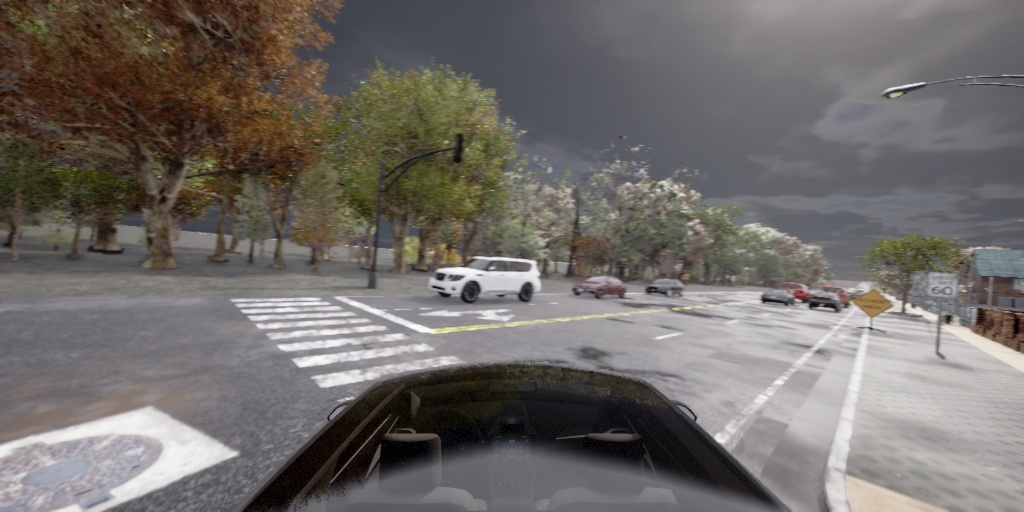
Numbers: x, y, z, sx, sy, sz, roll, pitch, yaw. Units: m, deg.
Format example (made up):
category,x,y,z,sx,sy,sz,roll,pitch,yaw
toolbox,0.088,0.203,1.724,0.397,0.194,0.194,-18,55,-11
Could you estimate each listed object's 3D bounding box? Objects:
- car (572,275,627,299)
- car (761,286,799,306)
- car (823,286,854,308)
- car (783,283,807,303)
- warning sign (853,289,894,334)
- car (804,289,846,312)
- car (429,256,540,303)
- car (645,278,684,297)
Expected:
category,x,y,z,sx,sy,sz,roll,pitch,yaw
car,5.934,2.003,23.825,4.674,1.442,1.812,5,-1,-44
car,24.128,3.692,32.506,4.181,1.385,1.994,5,-1,-44
car,34.011,4.249,37.761,5.566,2.045,2.150,5,-1,-44
car,31.442,4.047,39.789,5.566,2.045,2.150,5,-1,-44
warning sign,15.841,2.373,15.832,1.060,1.860,1.300,0,0,-45
car,26.381,3.805,30.169,4.892,1.490,1.837,5,-1,-44
car,-1.058,1.026,16.842,5.566,2.045,2.150,5,-1,-43
car,13.382,2.692,31.184,4.892,1.490,1.837,5,0,-44
